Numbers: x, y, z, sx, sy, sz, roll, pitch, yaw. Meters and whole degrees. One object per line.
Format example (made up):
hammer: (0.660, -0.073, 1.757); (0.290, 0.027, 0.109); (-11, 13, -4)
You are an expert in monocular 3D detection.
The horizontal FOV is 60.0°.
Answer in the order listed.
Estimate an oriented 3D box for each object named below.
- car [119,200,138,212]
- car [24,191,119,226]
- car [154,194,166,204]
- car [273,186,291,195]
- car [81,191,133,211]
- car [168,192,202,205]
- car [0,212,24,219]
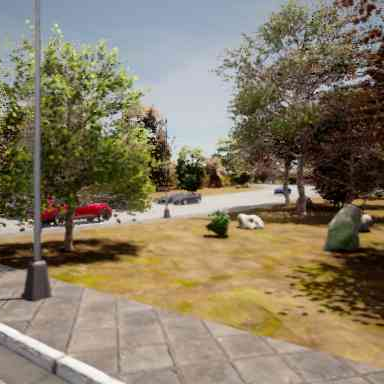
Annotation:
car: (-7.135, 1.317, 36.000); (1.994, 1.385, 4.181); (0, 2, 38)
car: (-8.269, 1.188, 23.358); (2.150, 2.045, 5.566); (0, 1, 41)
car: (-3.046, 0.884, 46.723); (2.033, 1.411, 5.357); (0, 3, 39)
car: (16.334, -0.293, 59.998); (1.882, 1.535, 5.008); (0, 3, 35)
car: (-9.694, 0.968, 38.410); (2.150, 2.045, 5.566); (0, 2, 38)
car: (-0.646, 0.865, 44.120); (1.837, 1.490, 4.892); (0, 3, 39)
car: (-13.378, 1.526, 28.171); (1.994, 1.385, 4.181); (0, 1, 39)
